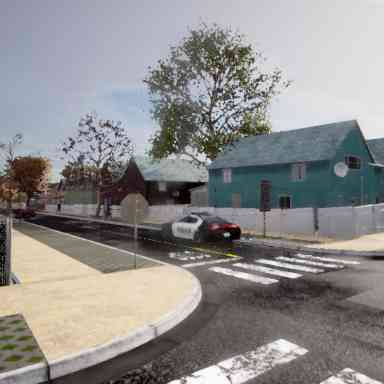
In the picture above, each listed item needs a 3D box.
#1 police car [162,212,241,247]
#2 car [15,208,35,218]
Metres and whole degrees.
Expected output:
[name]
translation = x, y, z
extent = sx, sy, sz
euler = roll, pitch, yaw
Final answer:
[police car]
translation = 0.207, 1.838, 17.129
extent = 2.038, 1.542, 4.974
euler = 1, -2, -35
[car]
translation = -22.317, 2.780, 44.407
extent = 1.895, 1.301, 4.718
euler = 1, -2, -35
